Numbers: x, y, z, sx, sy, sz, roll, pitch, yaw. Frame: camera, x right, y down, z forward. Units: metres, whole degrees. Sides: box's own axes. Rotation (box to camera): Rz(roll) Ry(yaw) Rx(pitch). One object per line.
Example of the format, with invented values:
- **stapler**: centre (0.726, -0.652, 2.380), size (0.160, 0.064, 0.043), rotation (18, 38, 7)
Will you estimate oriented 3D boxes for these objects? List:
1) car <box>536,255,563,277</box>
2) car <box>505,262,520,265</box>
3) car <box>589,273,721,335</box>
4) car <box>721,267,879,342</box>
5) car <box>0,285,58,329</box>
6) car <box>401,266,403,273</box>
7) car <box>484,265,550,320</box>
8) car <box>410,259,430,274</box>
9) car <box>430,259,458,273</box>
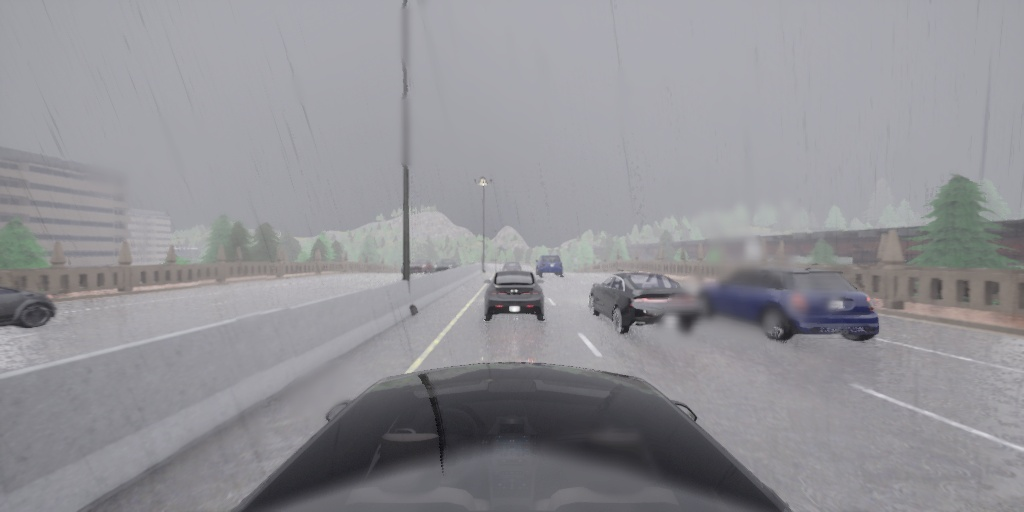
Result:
- **car**: centre (3.530, 0.937, 34.268), size (2.150, 2.045, 5.566), rotation (0, 0, 0)
- **car**: centre (0.032, 1.265, 33.557), size (2.033, 1.411, 5.357), rotation (0, 0, 0)
- **car**: centre (3.574, 1.231, 10.486), size (2.128, 1.511, 4.902), rotation (0, 0, 0)
- **car**: centre (7.071, 1.090, 9.930), size (2.097, 1.767, 4.553), rotation (0, 0, 0)
- **car**: centre (-14.112, 1.315, 8.535), size (1.994, 1.385, 4.181), rotation (0, 0, 0)
- **car**: centre (-14.177, 1.634, 50.815), size (1.882, 1.535, 5.008), rotation (0, -3, 0)
- **car**: centre (0.073, 1.244, 12.579), size (1.837, 1.490, 4.892), rotation (0, 0, 0)
- **car**: centre (-10.675, 1.156, 42.352), size (2.097, 1.767, 4.553), rotation (0, -1, 0)
- **car**: centre (-7.169, 1.096, 39.141), size (2.097, 1.767, 4.553), rotation (0, -1, 0)
